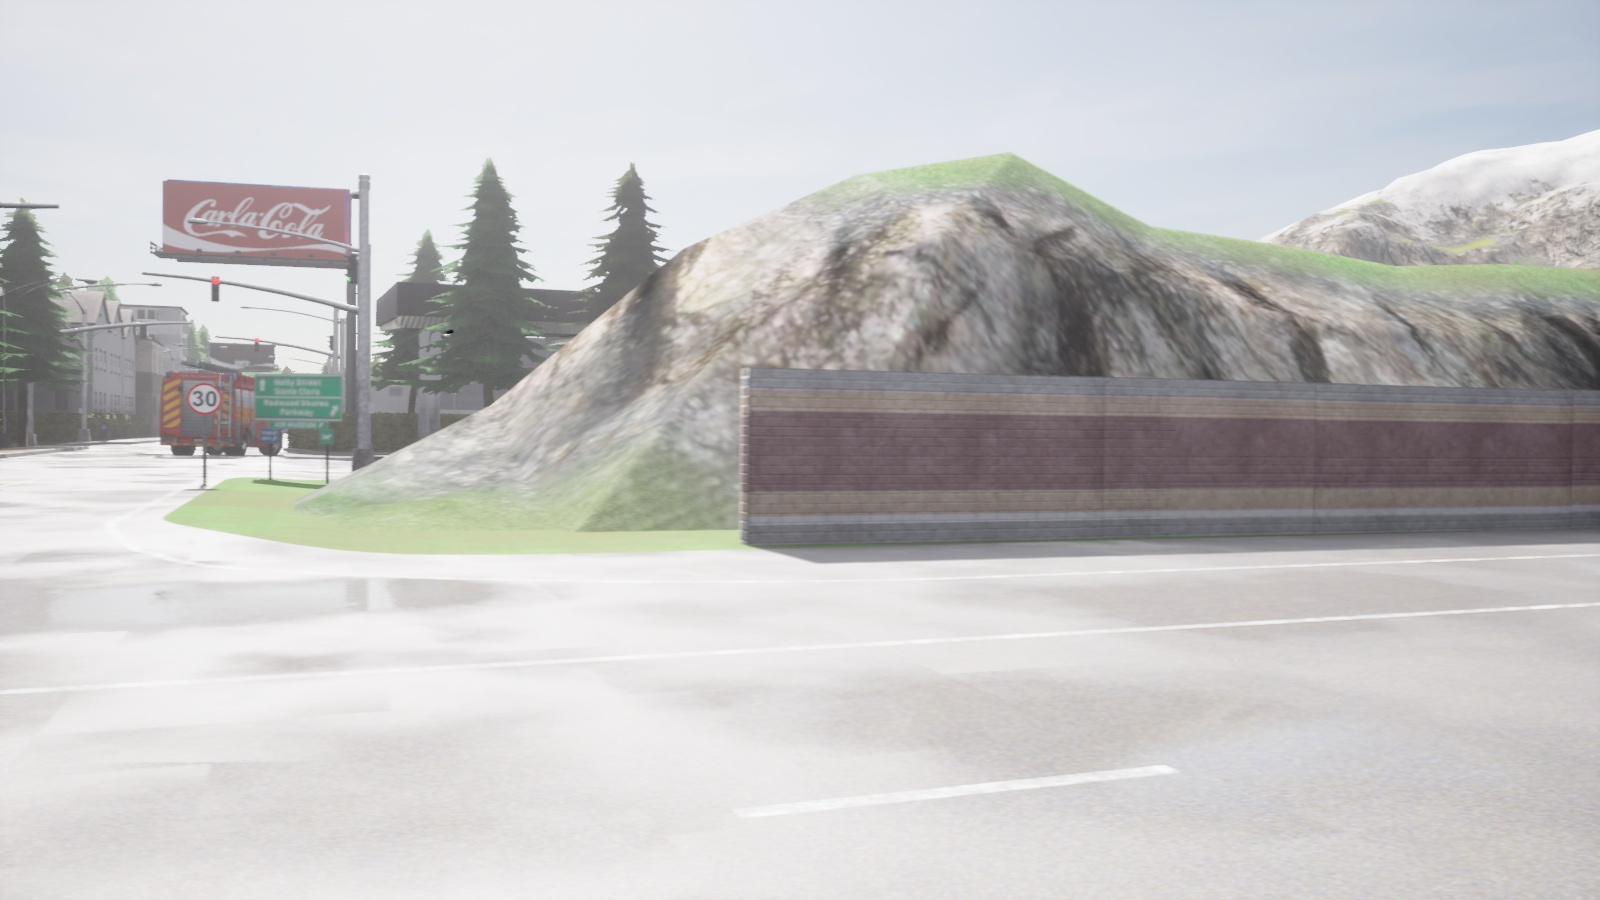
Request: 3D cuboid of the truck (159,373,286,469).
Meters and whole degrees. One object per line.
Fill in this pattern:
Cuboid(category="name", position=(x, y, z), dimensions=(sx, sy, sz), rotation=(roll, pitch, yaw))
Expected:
Cuboid(category="truck", position=(-24.867, -1.124, 54.559), dimensions=(2.891, 3.827, 8.468), rotation=(0, 0, -10))
